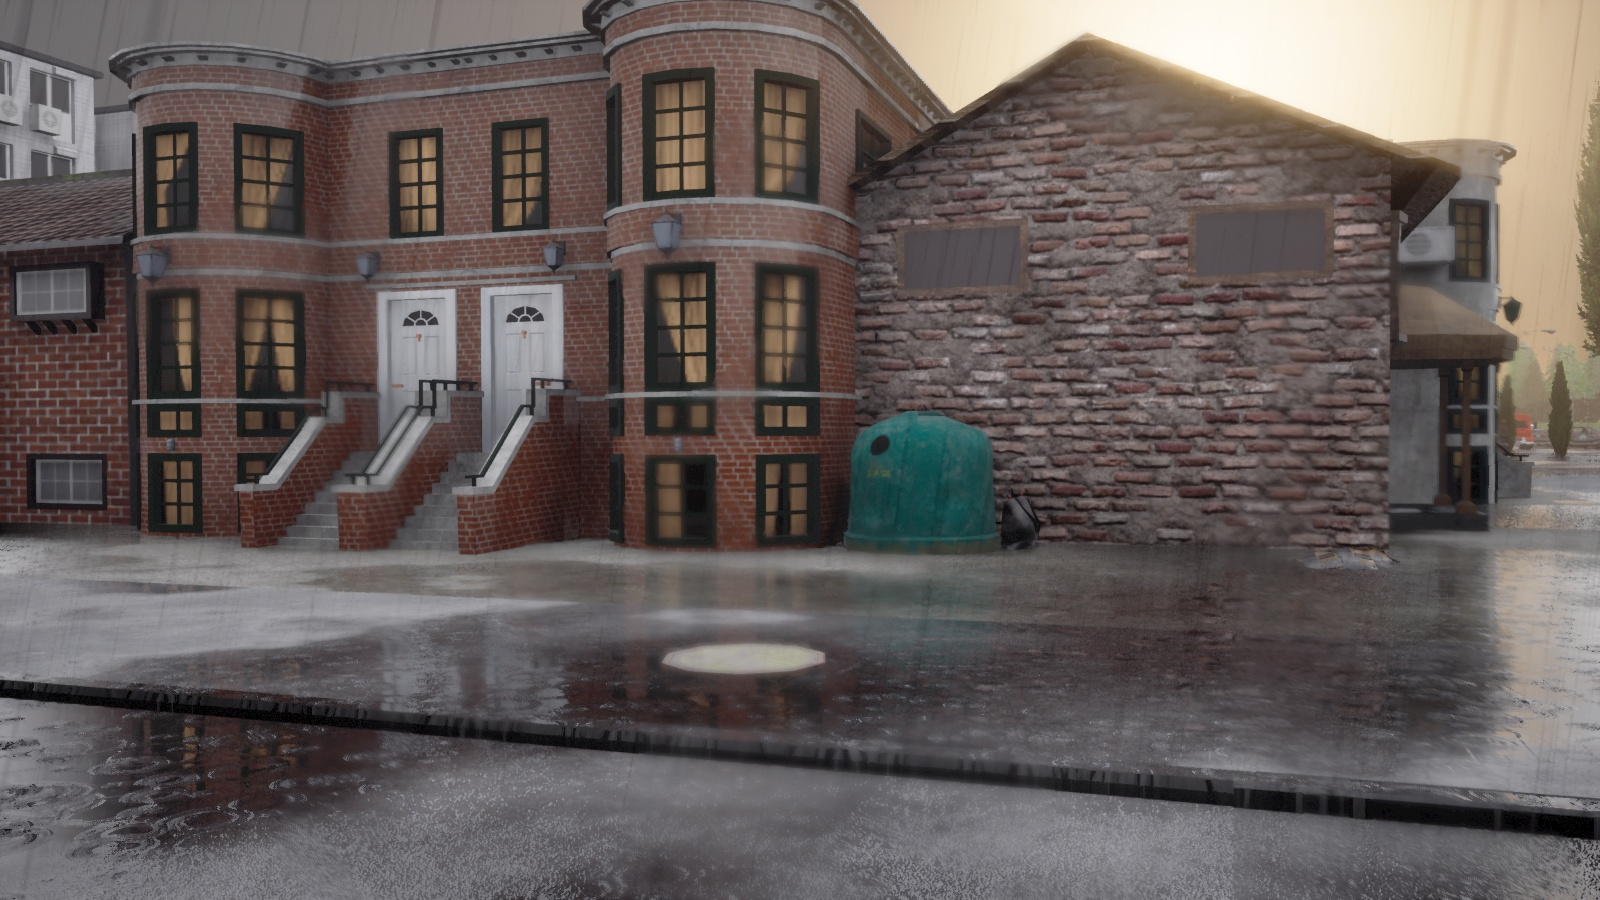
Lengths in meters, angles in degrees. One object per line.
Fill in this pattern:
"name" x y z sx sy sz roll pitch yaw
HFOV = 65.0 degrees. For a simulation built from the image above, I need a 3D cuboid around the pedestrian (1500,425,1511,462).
"pedestrian" 35.348 -0.338 62.910 0.331 1.846 0.634 1 1 19
